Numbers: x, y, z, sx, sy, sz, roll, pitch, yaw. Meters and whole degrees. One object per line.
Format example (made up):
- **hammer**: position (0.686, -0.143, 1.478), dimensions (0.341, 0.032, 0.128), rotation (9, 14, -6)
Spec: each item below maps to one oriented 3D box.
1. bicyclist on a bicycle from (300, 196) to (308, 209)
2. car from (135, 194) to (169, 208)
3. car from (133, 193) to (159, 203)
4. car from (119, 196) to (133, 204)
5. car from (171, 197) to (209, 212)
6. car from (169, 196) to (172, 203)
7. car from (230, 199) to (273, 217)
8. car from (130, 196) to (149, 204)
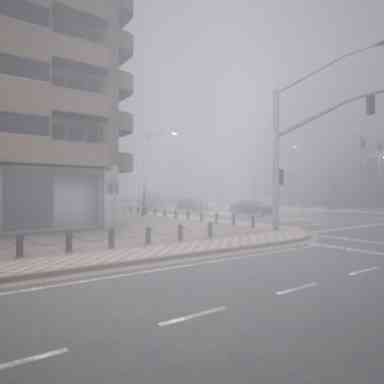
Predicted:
- **bicyclist on a bicycle**: position (13.645, 1.289, 40.506), dimensions (1.656, 1.620, 0.582), rotation (0, 0, -35)
- **car**: position (-5.757, 1.464, 47.354), dimensions (2.128, 1.511, 4.902), rotation (0, 0, -35)
- **car**: position (-7.224, 1.199, 55.795), dimensions (2.150, 2.045, 5.566), rotation (0, 0, -34)
- **car**: position (-13.371, 1.524, 64.499), dimensions (2.033, 1.411, 5.357), rotation (0, 0, -35)
- **car**: position (0.035, 1.464, 39.053), dimensions (2.128, 1.511, 4.902), rotation (0, 0, -35)
- **car**: position (-4.492, 1.486, 58.001), dimensions (1.837, 1.490, 4.892), rotation (0, 0, -34)
- **car**: position (5.709, 1.451, 31.041), dimensions (1.882, 1.535, 5.008), rotation (0, 0, -36)
- **car**: position (-10.503, 1.486, 66.505), dimensions (1.837, 1.490, 4.892), rotation (0, 0, -35)
